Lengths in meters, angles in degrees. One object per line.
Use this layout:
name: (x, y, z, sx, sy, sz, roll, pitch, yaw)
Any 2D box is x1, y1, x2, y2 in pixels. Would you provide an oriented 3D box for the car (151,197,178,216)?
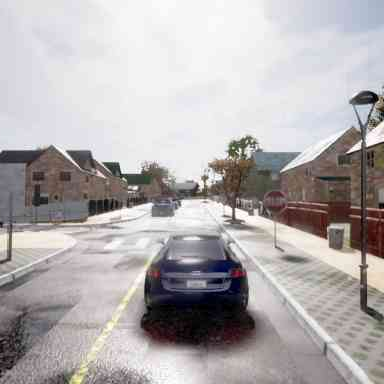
car: (-2.857, 1.432, 33.507, 2.097, 1.767, 4.553, 0, 0, 0)

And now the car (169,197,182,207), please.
car: (-2.846, 1.673, 57.838, 1.882, 1.535, 5.008, 0, 0, 0)

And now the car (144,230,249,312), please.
car: (0.093, 1.574, 7.798, 1.994, 1.385, 4.181, 0, 0, 0)

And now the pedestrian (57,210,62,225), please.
pedestrian: (-9.917, 1.856, 24.844, 0.500, 1.100, 0.500, 0, -2, 5)

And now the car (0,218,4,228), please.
car: (-13.379, 1.701, 19.504, 4.181, 1.385, 1.994, -1, -3, 5)

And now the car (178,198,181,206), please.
car: (-2.853, 1.634, 45.399, 1.837, 1.490, 4.892, 0, -1, 0)
